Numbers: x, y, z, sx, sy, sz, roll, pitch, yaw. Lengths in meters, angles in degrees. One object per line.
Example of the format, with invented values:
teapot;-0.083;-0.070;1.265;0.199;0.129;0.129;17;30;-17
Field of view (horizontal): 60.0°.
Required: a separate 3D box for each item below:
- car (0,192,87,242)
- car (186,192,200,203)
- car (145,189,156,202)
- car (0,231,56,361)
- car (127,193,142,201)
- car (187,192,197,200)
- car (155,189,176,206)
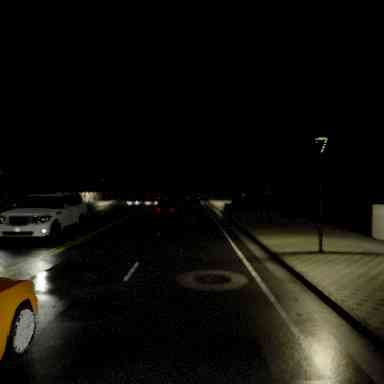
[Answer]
car;-6.596;1.030;15.319;2.150;2.045;5.566;0;1;0
car;0.110;0.964;49.640;1.994;1.385;4.181;0;1;0
car;-6.532;0.538;56.701;2.150;2.045;5.566;0;1;1
car;-3.148;1.441;2.792;1.882;1.535;5.008;0;0;0
car;-9.780;0.880;56.681;1.994;1.385;4.181;0;1;1
car;0.012;0.761;65.363;2.033;1.411;5.357;0;1;0
car;-3.143;0.839;42.285;2.097;1.767;4.553;0;1;0
